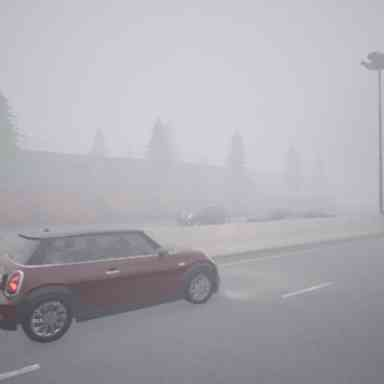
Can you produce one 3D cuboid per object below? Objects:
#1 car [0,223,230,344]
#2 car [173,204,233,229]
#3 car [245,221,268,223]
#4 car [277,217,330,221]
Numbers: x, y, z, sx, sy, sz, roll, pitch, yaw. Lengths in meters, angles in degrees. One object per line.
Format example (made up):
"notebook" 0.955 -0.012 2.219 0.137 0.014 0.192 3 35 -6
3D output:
"car" -1.552 1.491 6.941 4.553 1.767 2.097 1 -1 -37
"car" 0.952 1.874 26.731 4.553 1.767 2.097 1 -1 -37
"car" 6.668 2.069 26.684 5.357 1.411 2.033 1 -1 -37
"car" 8.024 2.004 23.315 5.357 1.411 2.033 1 -1 -37
